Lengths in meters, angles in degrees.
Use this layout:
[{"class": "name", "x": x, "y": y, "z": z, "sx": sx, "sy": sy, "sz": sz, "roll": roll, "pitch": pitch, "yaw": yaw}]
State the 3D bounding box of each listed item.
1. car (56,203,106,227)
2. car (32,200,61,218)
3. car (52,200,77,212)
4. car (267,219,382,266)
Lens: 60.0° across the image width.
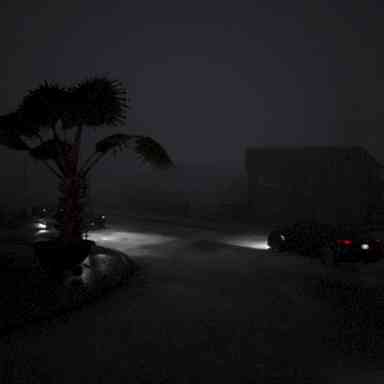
[{"class": "car", "x": -7.465, "y": 1.672, "z": 22.509, "sx": 1.895, "sy": 1.301, "sz": 4.718, "roll": 1, "pitch": 0, "yaw": -35}, {"class": "car", "x": -13.371, "y": 1.673, "z": 30.823, "sx": 1.895, "sy": 1.301, "sz": 4.718, "roll": 1, "pitch": 0, "yaw": -35}, {"class": "car", "x": -16.050, "y": 1.679, "z": 41.775, "sx": 1.994, "sy": 1.385, "sz": 4.181, "roll": 1, "pitch": 0, "yaw": -35}, {"class": "car", "x": 4.607, "y": 1.673, "z": 12.161, "sx": 1.994, "sy": 1.385, "sz": 4.181, "roll": 1, "pitch": 0, "yaw": -22}]
